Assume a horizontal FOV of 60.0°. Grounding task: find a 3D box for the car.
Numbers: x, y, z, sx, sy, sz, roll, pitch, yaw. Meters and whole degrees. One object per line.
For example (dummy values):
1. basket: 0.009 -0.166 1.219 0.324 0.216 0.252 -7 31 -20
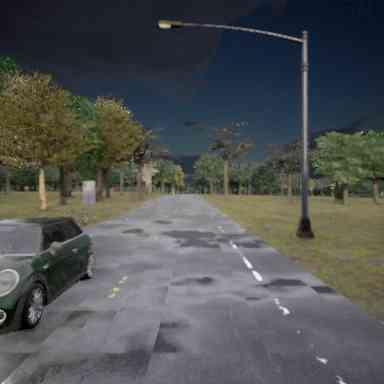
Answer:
1. car: -3.597 1.351 6.859 2.097 1.767 4.553 0 0 0
